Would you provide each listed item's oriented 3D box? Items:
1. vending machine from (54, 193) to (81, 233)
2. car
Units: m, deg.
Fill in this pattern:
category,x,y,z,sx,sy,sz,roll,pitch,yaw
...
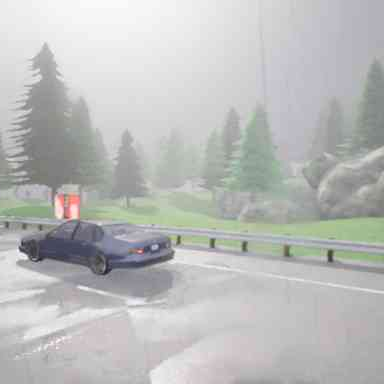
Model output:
category,x,y,z,sx,sy,sz,roll,pitch,yaw
vending machine,-6.907,1.125,18.447,0.880,2.100,1.100,0,0,31
car,-3.080,1.508,10.189,5.357,1.411,2.033,0,0,33
